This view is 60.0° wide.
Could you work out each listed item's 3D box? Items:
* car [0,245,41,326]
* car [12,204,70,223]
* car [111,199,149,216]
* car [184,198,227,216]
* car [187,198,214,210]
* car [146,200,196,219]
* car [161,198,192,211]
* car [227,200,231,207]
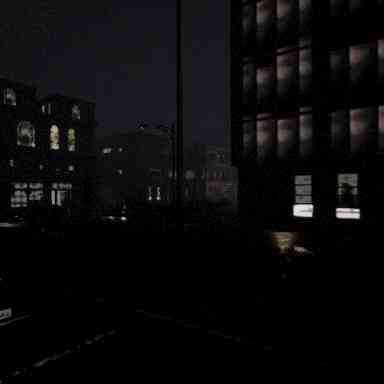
[{"bbox_3d":[-4.522,1.549,6.104,4.403,1.369,2.008,0,0,35],"label":"car"},{"bbox_3d":[-11.799,1.642,26.173,1.994,1.385,4.181,0,0,36],"label":"car"},{"bbox_3d":[-6.014,1.479,34.032,2.097,1.767,4.553,0,-1,37],"label":"car"},{"bbox_3d":[1.434,1.561,34.387,1.967,1.590,4.097,-1,-1,36],"label":"car"},{"bbox_3d":[1.253,1.660,48.274,1.967,1.590,4.097,-1,-1,36],"label":"car"},{"bbox_3d":[-1.819,1.675,29.909,1.802,1.307,4.206,-1,-1,36],"label":"car"},{"bbox_3d":[-2.031,1.632,43.815,1.967,1.590,4.097,-1,-1,36],"label":"car"},{"bbox_3d":[4.537,1.794,52.730,1.887,1.381,4.507,-1,-1,36],"label":"car"}]
